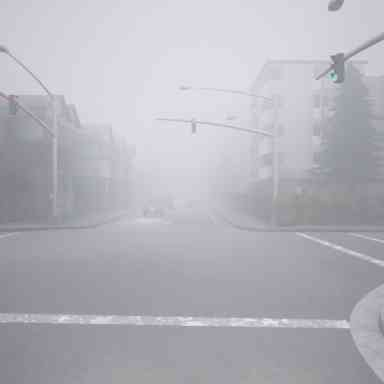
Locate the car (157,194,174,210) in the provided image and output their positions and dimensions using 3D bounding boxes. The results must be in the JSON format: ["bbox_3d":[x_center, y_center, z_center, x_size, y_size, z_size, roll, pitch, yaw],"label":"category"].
[{"bbox_3d":[-3.560,1.221,42.919,2.150,2.045,5.566,0,0,0],"label":"car"}]

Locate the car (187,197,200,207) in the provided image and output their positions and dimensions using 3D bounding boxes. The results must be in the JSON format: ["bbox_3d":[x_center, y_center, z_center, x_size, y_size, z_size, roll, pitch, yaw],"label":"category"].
[{"bbox_3d":[0.118,1.525,49.499,1.812,1.442,4.674,0,0,0],"label":"car"}]

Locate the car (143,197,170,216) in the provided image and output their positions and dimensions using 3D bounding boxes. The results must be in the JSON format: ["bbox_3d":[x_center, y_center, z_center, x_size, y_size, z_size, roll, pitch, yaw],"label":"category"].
[{"bbox_3d":[-3.584,1.491,32.343,2.128,1.511,4.902,0,0,0],"label":"car"}]
